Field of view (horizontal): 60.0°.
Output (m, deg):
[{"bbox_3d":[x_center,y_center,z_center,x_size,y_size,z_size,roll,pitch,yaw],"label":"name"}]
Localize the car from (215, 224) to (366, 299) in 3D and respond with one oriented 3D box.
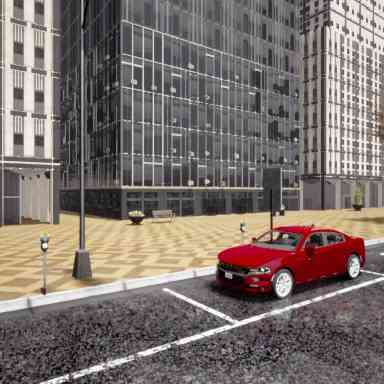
[{"bbox_3d":[2.611,1.545,8.426,4.507,1.381,1.887,0,0,-36],"label":"car"}]
